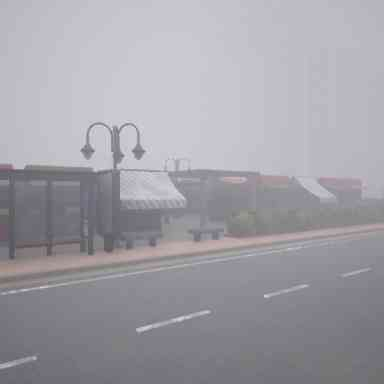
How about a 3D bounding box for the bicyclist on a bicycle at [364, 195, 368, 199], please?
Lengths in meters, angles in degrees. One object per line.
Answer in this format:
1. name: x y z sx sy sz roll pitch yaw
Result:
1. bicyclist on a bicycle: 28.252 1.244 53.975 1.656 1.620 0.582 0 0 -36
